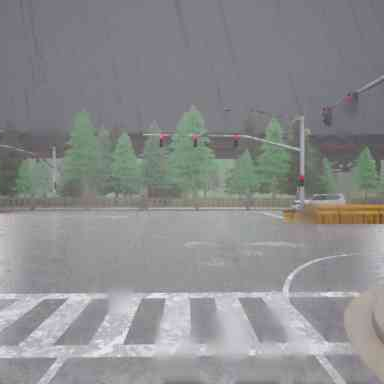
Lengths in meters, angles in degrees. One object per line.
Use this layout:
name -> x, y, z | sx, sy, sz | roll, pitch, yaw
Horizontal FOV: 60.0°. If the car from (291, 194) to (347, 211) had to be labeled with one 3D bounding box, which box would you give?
car -> 13.535, 1.221, 35.445 | 5.566, 2.045, 2.150 | 0, 0, -2
